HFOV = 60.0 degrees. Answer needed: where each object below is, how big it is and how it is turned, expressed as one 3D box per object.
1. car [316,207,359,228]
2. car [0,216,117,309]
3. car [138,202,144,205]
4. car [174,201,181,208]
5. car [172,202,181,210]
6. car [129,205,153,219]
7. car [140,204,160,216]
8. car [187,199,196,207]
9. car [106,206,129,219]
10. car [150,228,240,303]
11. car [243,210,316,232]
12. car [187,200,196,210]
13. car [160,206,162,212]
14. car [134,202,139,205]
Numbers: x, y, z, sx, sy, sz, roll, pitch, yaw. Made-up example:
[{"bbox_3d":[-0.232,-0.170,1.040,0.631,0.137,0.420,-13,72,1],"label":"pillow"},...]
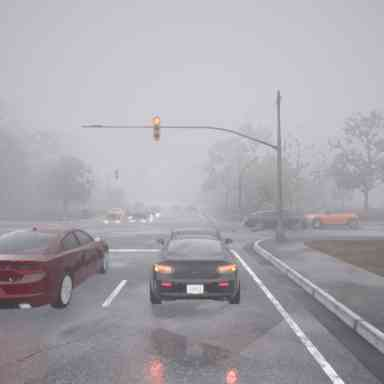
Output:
[{"bbox_3d":[11.754,2.161,28.625,4.553,1.767,2.097,0,-2,-2],"label":"car"},{"bbox_3d":[-3.433,1.555,8.081,1.882,1.535,5.008,0,-1,0],"label":"car"},{"bbox_3d":[-10.651,3.034,66.516,2.150,2.045,5.566,0,0,0],"label":"car"},{"bbox_3d":[-3.769,3.219,86.847,1.812,1.442,4.674,0,0,-4],"label":"car"},{"bbox_3d":[-3.649,3.350,76.936,1.895,1.301,4.718,0,0,0],"label":"car"},{"bbox_3d":[-7.178,3.031,47.133,1.882,1.535,5.008,0,-2,1],"label":"car"},{"bbox_3d":[-7.194,3.251,56.603,2.128,1.511,4.902,0,-1,0],"label":"car"},{"bbox_3d":[-0.261,2.886,86.971,2.097,1.767,4.553,0,0,-4],"label":"car"},{"bbox_3d":[-10.688,3.028,46.997,1.882,1.535,5.008,0,-2,0],"label":"car"},{"bbox_3d":[0.064,1.605,8.225,1.812,1.442,4.674,0,-1,0],"label":"car"},{"bbox_3d":[6.258,2.151,24.868,4.892,1.490,1.837,0,-2,-1],"label":"car"},{"bbox_3d":[-0.150,3.297,77.237,1.994,1.385,4.181,0,0,0],"label":"car"},{"bbox_3d":[-7.150,3.304,66.660,2.128,1.511,4.902,0,0,0],"label":"car"},{"bbox_3d":[-10.692,3.100,55.856,2.097,1.767,4.553,0,-1,0],"label":"car"}]
